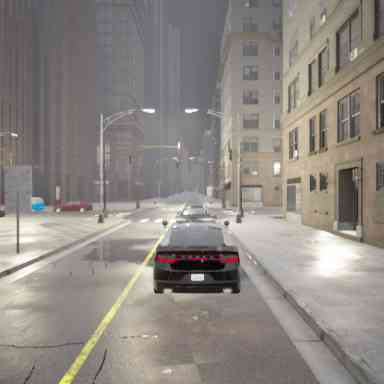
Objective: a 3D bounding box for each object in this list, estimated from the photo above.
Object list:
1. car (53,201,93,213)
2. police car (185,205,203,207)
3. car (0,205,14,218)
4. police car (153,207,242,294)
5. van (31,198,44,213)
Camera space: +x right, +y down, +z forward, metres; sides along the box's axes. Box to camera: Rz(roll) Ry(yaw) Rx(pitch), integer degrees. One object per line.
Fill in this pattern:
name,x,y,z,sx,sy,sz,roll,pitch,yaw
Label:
car,-13.943,1.714,39.121,4.507,1.381,1.887,-1,0,0
police car,0.127,1.504,18.543,2.038,1.542,4.974,0,0,0
car,-19.600,1.514,30.620,5.009,1.841,2.192,-1,0,0
police car,0.110,1.424,8.938,1.930,1.638,5.238,0,0,0
van,-19.570,1.578,39.145,3.998,1.788,1.690,-1,0,0
